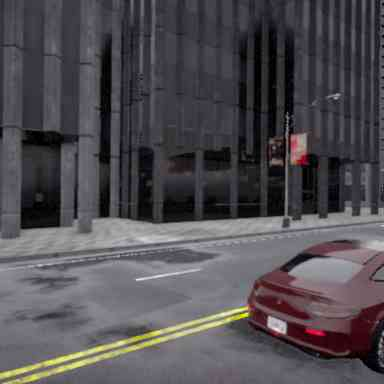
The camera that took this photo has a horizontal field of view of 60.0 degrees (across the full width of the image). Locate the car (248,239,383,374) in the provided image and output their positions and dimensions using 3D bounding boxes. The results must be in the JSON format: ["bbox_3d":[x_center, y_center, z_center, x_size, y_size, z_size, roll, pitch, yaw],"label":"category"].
[{"bbox_3d":[2.975,1.540,5.601,4.674,1.442,1.812,0,0,-35],"label":"car"}]
